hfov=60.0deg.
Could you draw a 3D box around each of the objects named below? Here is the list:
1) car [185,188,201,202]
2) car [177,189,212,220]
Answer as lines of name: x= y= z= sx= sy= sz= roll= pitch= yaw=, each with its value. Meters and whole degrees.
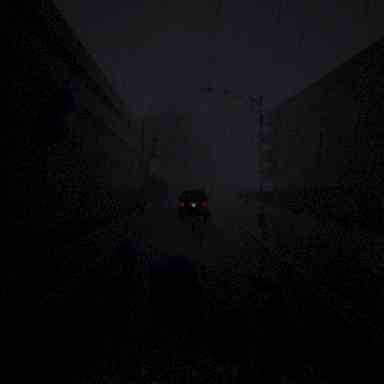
car: x=0.108 y=0.324 z=42.799 sx=1.882 sy=1.535 sz=5.008 roll=0 pitch=2 yaw=0
car: x=0.103 y=0.842 z=23.971 sx=2.150 sy=2.045 sz=5.566 roll=0 pitch=2 yaw=0
